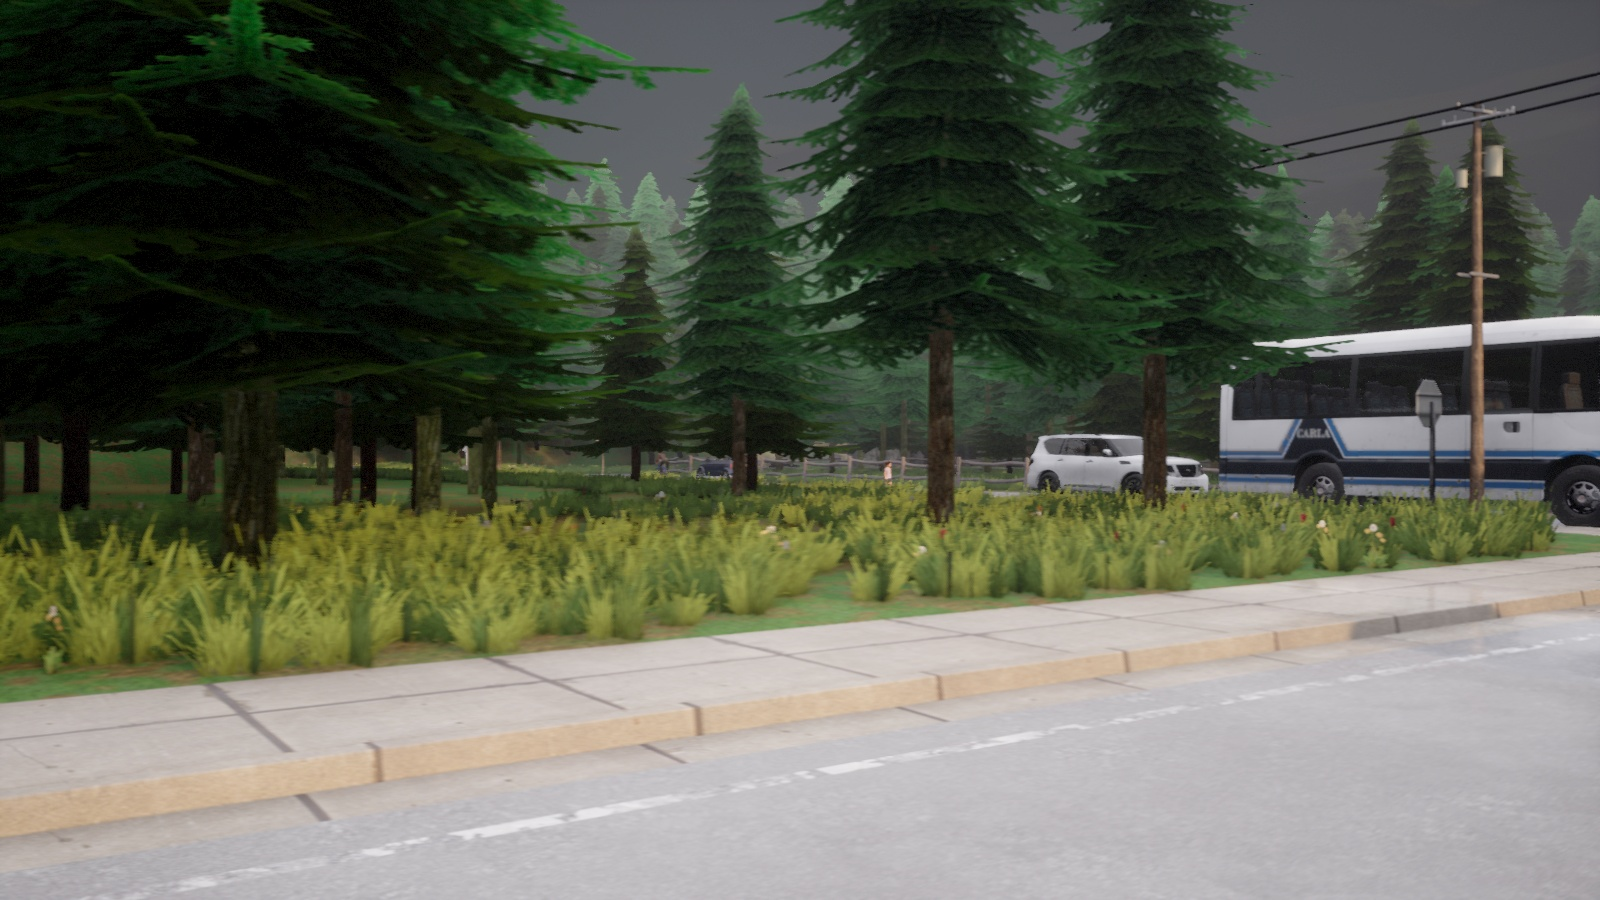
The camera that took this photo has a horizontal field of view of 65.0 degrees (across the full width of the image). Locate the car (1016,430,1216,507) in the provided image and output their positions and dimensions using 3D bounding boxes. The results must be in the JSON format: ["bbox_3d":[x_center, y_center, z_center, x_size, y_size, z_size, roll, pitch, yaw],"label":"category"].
[{"bbox_3d":[8.931,0.499,36.016,2.150,2.045,5.566,0,0,-33],"label":"car"}]

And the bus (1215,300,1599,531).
[{"bbox_3d":[14.505,-0.630,27.217,3.944,4.253,10.273,0,0,-32],"label":"bus"}]

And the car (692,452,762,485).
[{"bbox_3d":[-3.574,0.854,61.097,1.789,1.549,3.705,0,0,-34],"label":"car"}]
